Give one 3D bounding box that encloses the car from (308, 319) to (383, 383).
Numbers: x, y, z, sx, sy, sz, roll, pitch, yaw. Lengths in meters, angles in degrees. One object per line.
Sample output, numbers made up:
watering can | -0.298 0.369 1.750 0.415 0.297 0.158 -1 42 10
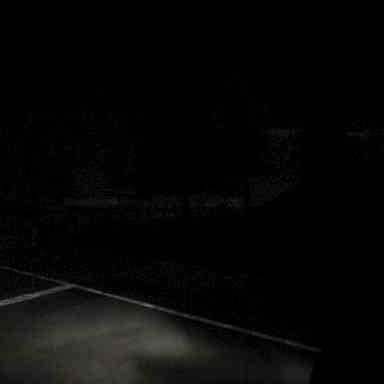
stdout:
car | 3.158 1.481 1.729 4.902 1.511 2.128 0 0 36
